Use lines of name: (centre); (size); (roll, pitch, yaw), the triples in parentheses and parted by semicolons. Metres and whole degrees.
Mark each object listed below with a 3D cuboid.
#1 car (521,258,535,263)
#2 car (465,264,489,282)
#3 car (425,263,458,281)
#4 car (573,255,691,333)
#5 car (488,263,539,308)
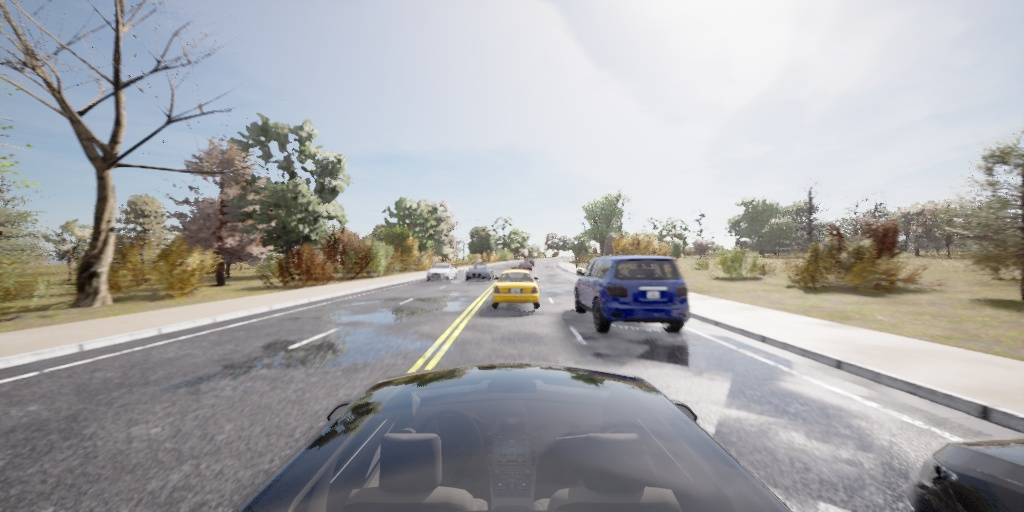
car: (1.871, 1.411, 50.858); (1.994, 1.385, 4.181); (0, 0, 4)
car: (-2.691, 1.383, 30.310); (1.994, 1.385, 4.181); (0, 0, 3)
car: (-5.925, 1.343, 30.682); (1.812, 1.442, 4.674); (0, 0, 3)
car: (3.314, 1.001, 11.003); (2.150, 2.045, 5.566); (0, 0, 1)
car: (0.194, 1.242, 15.463); (1.801, 1.575, 5.366); (0, 0, 1)
